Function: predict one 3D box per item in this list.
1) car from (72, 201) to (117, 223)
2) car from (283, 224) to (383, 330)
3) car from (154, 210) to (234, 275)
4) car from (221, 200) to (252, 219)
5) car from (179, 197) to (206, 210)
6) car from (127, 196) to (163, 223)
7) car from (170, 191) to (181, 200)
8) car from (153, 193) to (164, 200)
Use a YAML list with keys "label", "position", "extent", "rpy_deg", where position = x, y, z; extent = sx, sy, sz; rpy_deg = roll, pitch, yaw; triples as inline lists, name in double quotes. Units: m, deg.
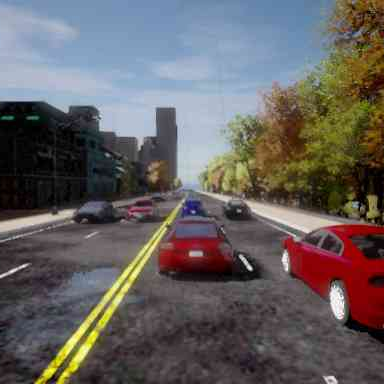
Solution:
- label: "car"
  position: [-6.586, 1.309, 23.150]
  extent: [2.033, 1.411, 5.357]
  rpy_deg: [0, 1, 0]
- label: "car"
  position: [3.346, 1.406, 6.941]
  extent: [1.882, 1.535, 5.008]
  rpy_deg: [0, 1, 0]
- label: "car"
  position: [0.104, 1.460, 10.134]
  extent: [1.994, 1.385, 4.181]
  rpy_deg: [0, 1, 0]
- label: "car"
  position: [3.364, 1.302, 25.685]
  extent: [1.994, 1.385, 4.181]
  rpy_deg: [0, 1, 0]
- label: "car"
  position: [0.115, 1.258, 26.151]
  extent: [1.812, 1.442, 4.674]
  rpy_deg: [0, 1, 0]
- label: "car"
  position: [-3.334, 1.285, 23.455]
  extent: [1.812, 1.442, 4.674]
  rpy_deg: [0, 1, 0]
- label: "car"
  position: [-3.218, 0.677, 65.940]
  extent: [2.097, 1.767, 4.553]
  rpy_deg: [0, 1, 0]
- label: "car"
  position: [-6.469, 0.889, 64.090]
  extent: [2.033, 1.411, 5.357]
  rpy_deg: [0, 1, 0]
